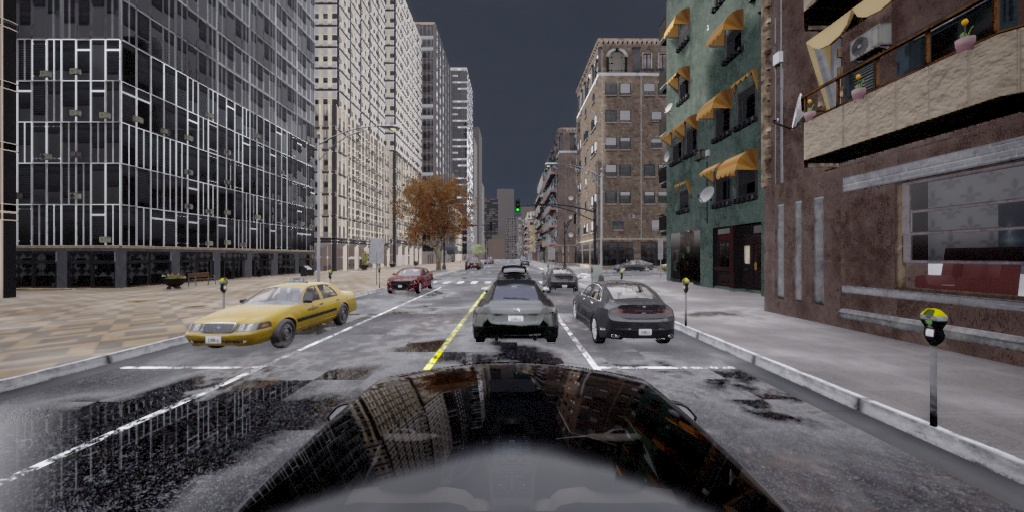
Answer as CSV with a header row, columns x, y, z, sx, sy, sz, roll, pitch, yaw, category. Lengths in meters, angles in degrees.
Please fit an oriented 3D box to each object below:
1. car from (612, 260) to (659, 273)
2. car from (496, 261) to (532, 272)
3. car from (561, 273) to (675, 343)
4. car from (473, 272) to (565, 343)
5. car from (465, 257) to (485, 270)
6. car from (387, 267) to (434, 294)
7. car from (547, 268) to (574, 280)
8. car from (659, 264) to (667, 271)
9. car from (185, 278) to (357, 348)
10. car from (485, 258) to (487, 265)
x,y,z,sx,sy,sz,roll,pitch,yaw,category
13.428,1.108,39.897,4.403,1.370,2.007,0,0,-1,car
0.112,1.260,20.216,1.837,1.490,4.892,0,0,0,car
2.687,1.301,9.413,2.007,1.370,4.403,0,0,0,car
0.086,1.315,9.725,1.994,1.385,4.181,0,0,0,car
-5.701,1.098,52.865,2.192,1.841,5.009,0,0,0,car
-5.695,1.299,20.478,1.888,1.381,4.507,0,0,0,car
2.685,1.305,20.479,2.007,1.370,4.403,0,0,0,car
18.825,1.006,39.953,4.829,1.417,1.751,0,0,-1,car
-5.693,1.276,9.242,1.751,1.417,4.829,0,0,0,car
-5.702,1.356,58.388,1.948,1.339,4.313,0,0,0,car
